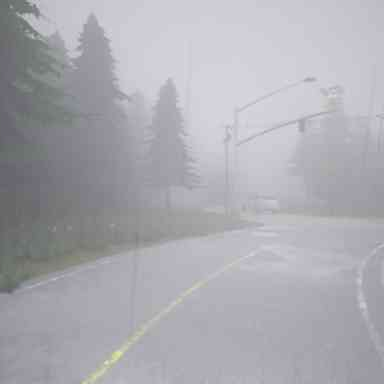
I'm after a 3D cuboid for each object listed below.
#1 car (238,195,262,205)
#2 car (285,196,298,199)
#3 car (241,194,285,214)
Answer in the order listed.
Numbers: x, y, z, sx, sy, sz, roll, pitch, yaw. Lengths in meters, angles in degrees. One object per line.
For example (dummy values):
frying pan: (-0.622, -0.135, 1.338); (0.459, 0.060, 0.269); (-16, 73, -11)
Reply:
car: (10.258, 1.385, 58.361); (2.128, 1.511, 4.902); (1, 0, 38)
car: (18.451, 1.445, 62.628); (4.902, 1.511, 2.128); (0, 0, -45)
car: (7.013, 1.177, 34.633); (2.150, 2.045, 5.566); (0, 0, -14)
